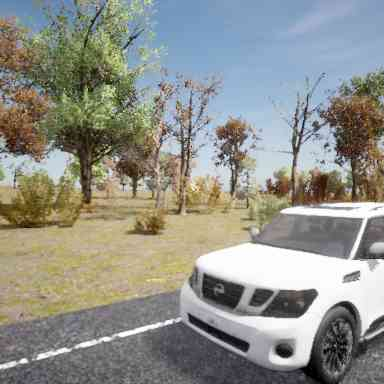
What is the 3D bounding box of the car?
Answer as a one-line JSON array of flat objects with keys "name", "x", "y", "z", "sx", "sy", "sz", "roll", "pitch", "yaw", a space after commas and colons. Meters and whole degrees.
[{"name": "car", "x": 2.483, "y": 1.234, "z": 5.749, "sx": 5.566, "sy": 2.045, "sz": 2.150, "roll": 0, "pitch": 0, "yaw": -36}]
